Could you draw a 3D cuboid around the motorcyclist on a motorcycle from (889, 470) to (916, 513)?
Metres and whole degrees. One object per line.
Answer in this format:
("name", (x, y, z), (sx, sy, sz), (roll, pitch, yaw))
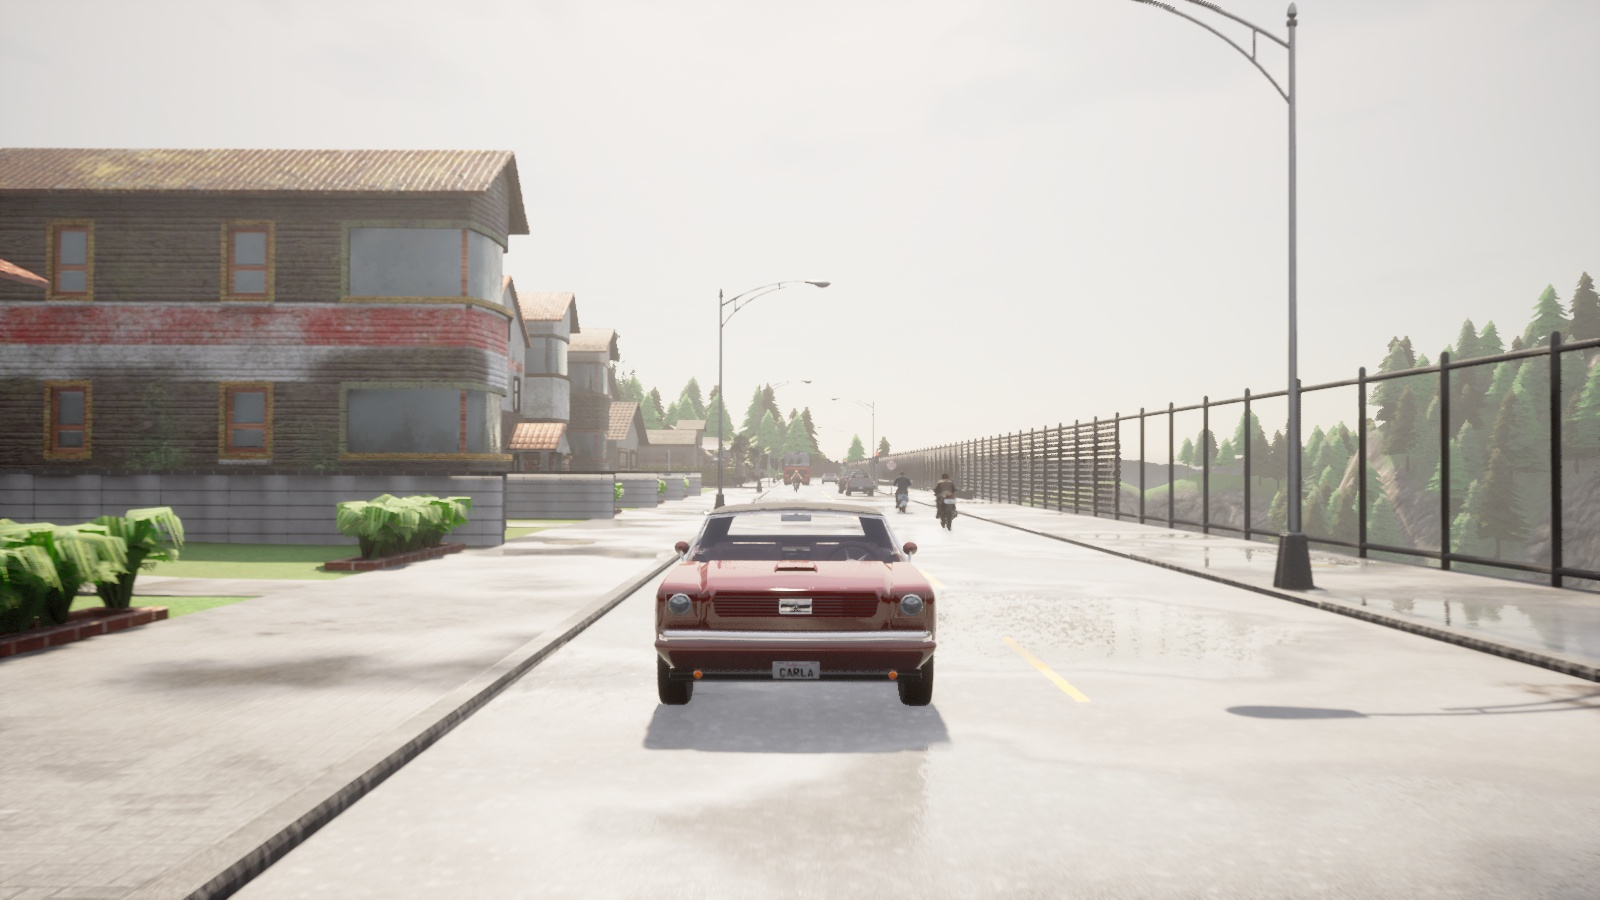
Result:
("motorcyclist on a motorcycle", (3.884, 1.553, 47.799), (0.866, 1.590, 1.817), (0, -1, 0))

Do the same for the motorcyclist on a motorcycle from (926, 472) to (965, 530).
("motorcyclist on a motorcycle", (3.918, 1.348, 33.888), (0.797, 1.523, 2.044), (0, -1, 0))

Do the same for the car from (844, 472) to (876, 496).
("car", (3.805, 2.157, 80.270), (1.845, 1.501, 3.633), (0, -1, 0))

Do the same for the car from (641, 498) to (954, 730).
("car", (-0.024, 1.082, 9.987), (1.895, 1.301, 4.718), (0, -1, 0))

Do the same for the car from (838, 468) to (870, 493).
("car", (3.784, 2.145, 88.847), (2.097, 1.767, 4.553), (0, -1, 0))
